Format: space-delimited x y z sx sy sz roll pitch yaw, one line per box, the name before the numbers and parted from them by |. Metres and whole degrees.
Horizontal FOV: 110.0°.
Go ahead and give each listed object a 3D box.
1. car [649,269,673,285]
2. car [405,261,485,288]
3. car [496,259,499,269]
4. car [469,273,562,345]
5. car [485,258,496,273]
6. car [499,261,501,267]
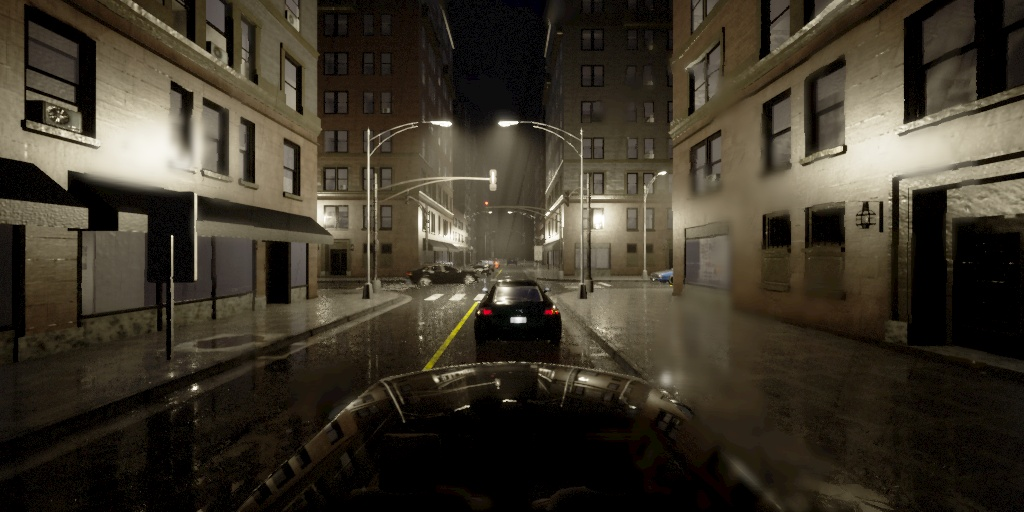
car | 12.613 1.261 25.197 5.357 1.411 2.033 0 0 0
car | -4.565 1.259 23.841 4.892 1.490 1.837 -1 1 -24
car | -3.103 1.294 46.106 2.033 1.411 5.357 0 0 0
car | 0.113 1.314 9.536 1.994 1.385 4.181 0 0 -1
car | -3.098 1.239 36.363 2.128 1.511 4.902 0 0 0
car | -3.091 1.093 55.888 2.097 1.767 4.553 0 0 -1
